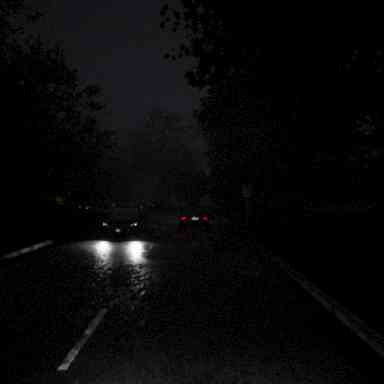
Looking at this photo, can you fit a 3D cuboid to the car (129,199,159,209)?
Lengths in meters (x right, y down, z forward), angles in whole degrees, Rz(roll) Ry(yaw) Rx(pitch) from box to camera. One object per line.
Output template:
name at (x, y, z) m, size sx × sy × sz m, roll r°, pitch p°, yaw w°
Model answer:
car at (-6.311, 1.533, 39.026) m, size 5.357 × 1.411 × 2.033 m, roll 0°, pitch -1°, yaw 38°

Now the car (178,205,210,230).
car at (0.111, 1.509, 20.745) m, size 2.033 × 1.411 × 5.357 m, roll 1°, pitch 0°, yaw 0°

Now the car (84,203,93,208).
car at (-13.553, 1.376, 37.942) m, size 4.892 × 1.490 × 1.837 m, roll 0°, pitch -1°, yaw 6°

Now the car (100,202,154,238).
car at (-3.307, 1.442, 17.164) m, size 1.812 × 1.442 × 4.674 m, roll 1°, pitch 0°, yaw 0°
